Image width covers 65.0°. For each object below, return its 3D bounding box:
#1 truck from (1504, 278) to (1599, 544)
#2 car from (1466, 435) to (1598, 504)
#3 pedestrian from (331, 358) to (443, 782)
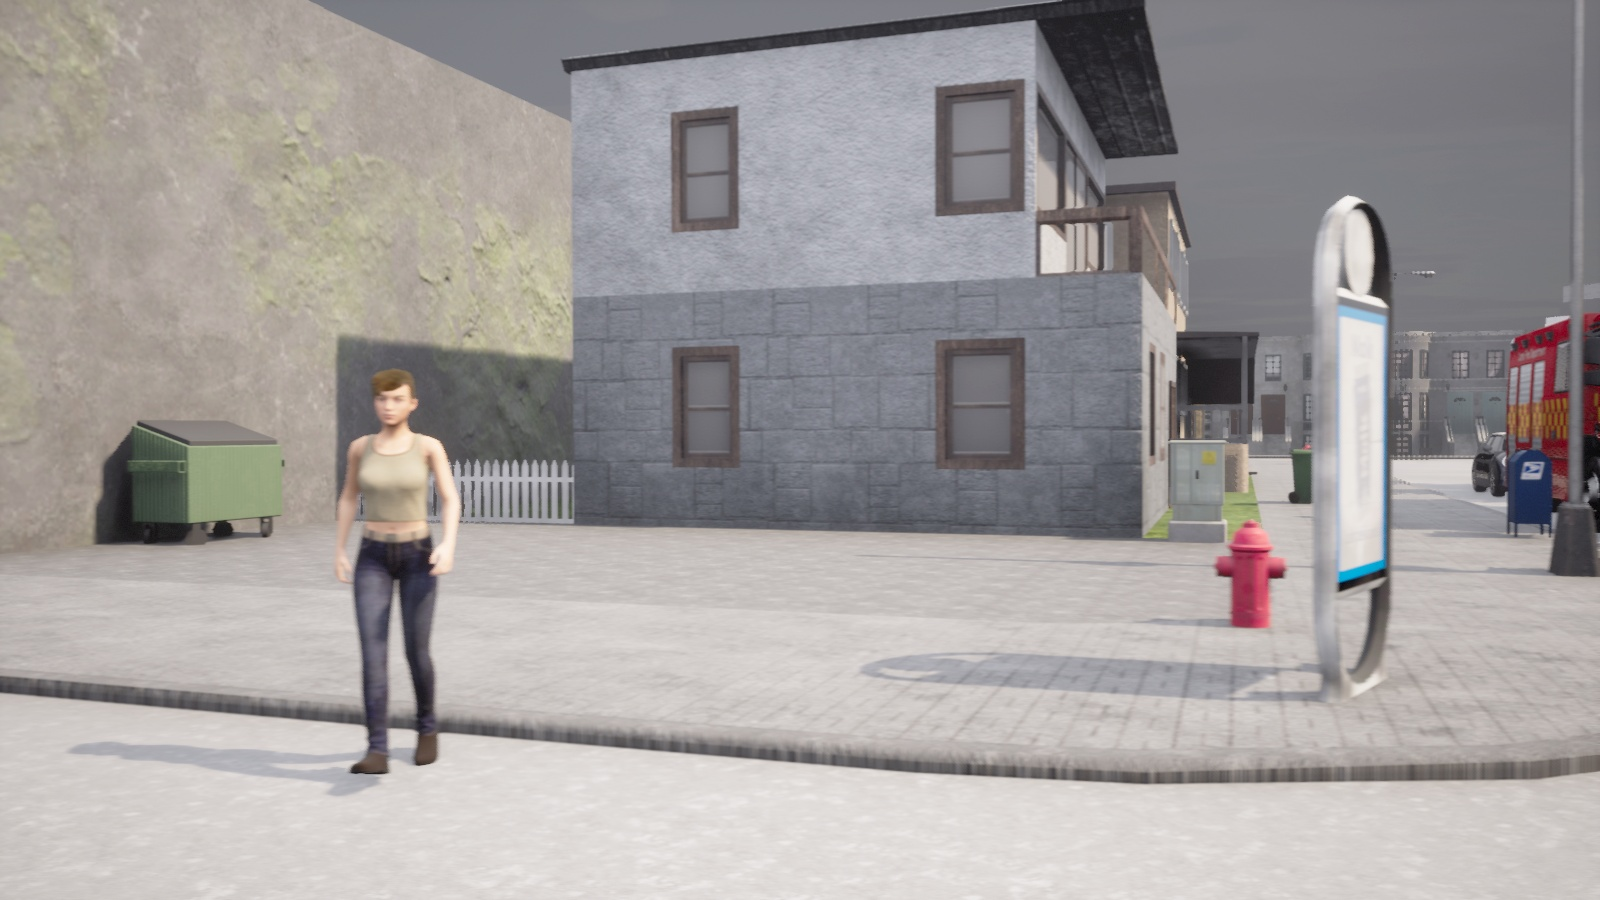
[{"bbox_3d":[13.917,-0.598,20.481,2.891,3.827,8.468,1,1,20],"label":"truck"},{"bbox_3d":[17.065,0.406,29.470,1.970,1.475,3.806,1,1,19],"label":"car"},{"bbox_3d":[-1.873,0.516,5.735,0.345,1.836,0.594,0,1,-3],"label":"pedestrian"}]
